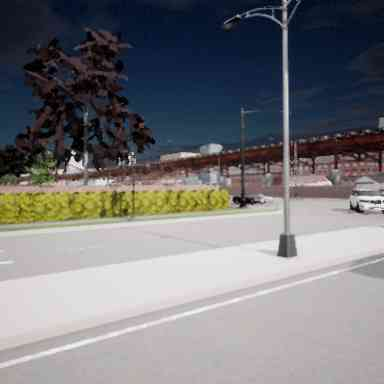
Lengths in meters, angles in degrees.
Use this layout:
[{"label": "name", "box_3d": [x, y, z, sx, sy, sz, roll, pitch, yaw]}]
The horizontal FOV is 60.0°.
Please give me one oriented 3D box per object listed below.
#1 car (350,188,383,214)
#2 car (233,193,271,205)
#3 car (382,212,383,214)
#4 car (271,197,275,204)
[{"label": "car", "box_3d": [15.257, 0.726, 28.839, 2.150, 2.045, 5.566, 1, 1, 16]}, {"label": "car", "box_3d": [7.513, 0.952, 44.073, 2.128, 1.511, 4.902, -1, 1, -35]}, {"label": "car", "box_3d": [7.097, 1.307, 8.809, 4.902, 1.511, 2.128, -1, 1, -35]}, {"label": "car", "box_3d": [9.615, 0.927, 47.167, 1.812, 1.442, 4.674, -1, 1, -35]}]
